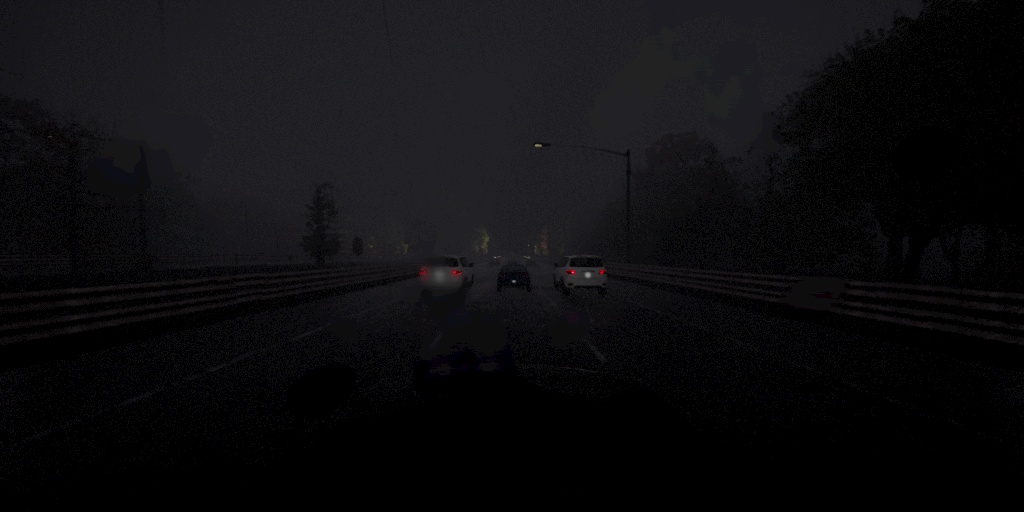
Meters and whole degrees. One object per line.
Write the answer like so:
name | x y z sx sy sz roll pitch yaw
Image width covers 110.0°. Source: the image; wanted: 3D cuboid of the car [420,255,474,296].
car | -3.395 0.965 19.566 2.150 2.045 5.566 0 0 0

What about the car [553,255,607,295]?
car | 3.605 0.964 19.702 2.150 2.045 5.566 0 0 0

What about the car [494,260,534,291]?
car | 0.106 1.221 21.875 1.882 1.535 5.008 0 0 0
